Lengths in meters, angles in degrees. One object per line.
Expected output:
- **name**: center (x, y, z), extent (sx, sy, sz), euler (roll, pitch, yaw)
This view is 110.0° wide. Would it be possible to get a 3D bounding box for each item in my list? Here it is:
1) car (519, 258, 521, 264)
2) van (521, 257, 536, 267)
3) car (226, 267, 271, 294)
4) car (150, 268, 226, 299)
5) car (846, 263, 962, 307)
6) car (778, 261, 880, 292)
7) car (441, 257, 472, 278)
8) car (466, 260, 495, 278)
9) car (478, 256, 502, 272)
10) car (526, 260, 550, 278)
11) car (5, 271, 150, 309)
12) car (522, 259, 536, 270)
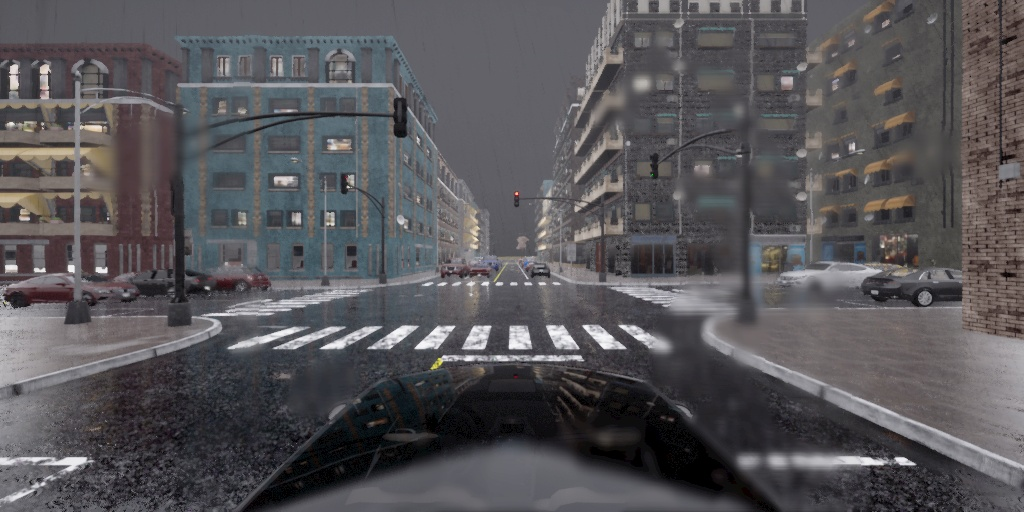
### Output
- **car**: center (2.575, 1.171, 61.304), extent (1.967, 1.591, 4.097), euler (0, 0, 0)
- **van**: center (2.574, 1.078, 50.201), extent (1.690, 1.789, 3.998), euler (0, 0, 0)
- **car**: center (-16.902, 1.388, 21.395), extent (4.097, 1.591, 1.967), euler (0, 0, 0)
- **car**: center (-18.425, 1.467, 18.932), extent (4.892, 1.490, 1.837), euler (-1, 0, 1)
- **car**: center (15.604, 1.082, 13.250), extent (4.403, 1.370, 2.007), euler (0, 0, 0)
- **car**: center (16.573, 1.055, 18.660), extent (4.674, 1.442, 1.812), euler (-1, 0, 0)
- **car**: center (-5.310, 1.060, 33.545), extent (2.192, 1.841, 5.009), euler (0, 0, 0)
- **car**: center (-2.844, 1.347, 33.338), extent (1.895, 1.301, 4.718), euler (0, 0, 0)
- **car**: center (-2.838, 0.963, 46.919), extent (2.150, 2.045, 5.566), euler (0, 0, 0)
- **car**: center (2.571, 1.311, 33.544), extent (1.948, 1.339, 4.313), euler (0, 0, 0)
- **car**: center (-19.523, 1.497, 15.993), extent (4.674, 1.442, 1.812), euler (-1, 0, 0)
- **car**: center (2.573, 1.323, 44.648), extent (1.802, 1.307, 4.207), euler (0, 0, 0)
